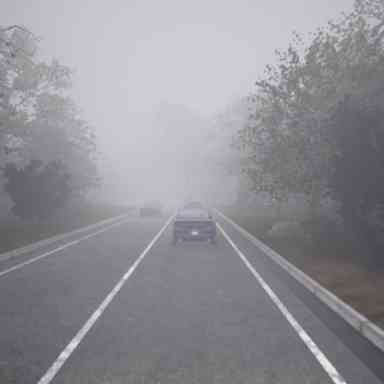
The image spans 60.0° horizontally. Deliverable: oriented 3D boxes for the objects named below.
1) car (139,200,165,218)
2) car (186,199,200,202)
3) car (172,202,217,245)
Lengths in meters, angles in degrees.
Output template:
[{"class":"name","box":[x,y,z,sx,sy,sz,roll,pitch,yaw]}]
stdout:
[{"class":"car","box":[-3.589,1.478,30.244,1.882,1.535,5.008,0,0,0]},{"class":"car","box":[0.105,1.492,35.877,2.128,1.511,4.902,0,0,0]},{"class":"car","box":[0.099,1.478,15.681,1.882,1.535,5.008,0,0,0]}]
